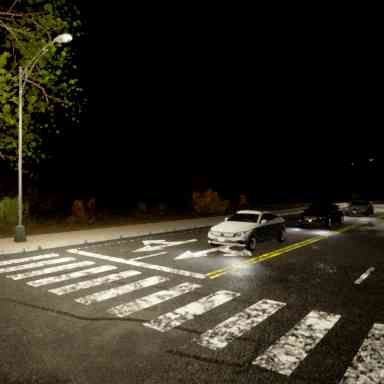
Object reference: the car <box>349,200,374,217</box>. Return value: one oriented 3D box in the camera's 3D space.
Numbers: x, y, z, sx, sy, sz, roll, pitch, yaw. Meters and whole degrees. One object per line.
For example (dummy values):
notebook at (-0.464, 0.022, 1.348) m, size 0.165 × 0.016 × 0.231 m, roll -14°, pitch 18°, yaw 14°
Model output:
car at (15.813, 1.517, 31.303) m, size 1.812 × 1.442 × 4.674 m, roll 0°, pitch 0°, yaw 38°

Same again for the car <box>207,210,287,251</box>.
car at (2.538, 1.519, 14.318) m, size 1.812 × 1.442 × 4.674 m, roll 0°, pitch 0°, yaw 38°

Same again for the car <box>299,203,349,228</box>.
car at (8.710, 1.497, 22.221) m, size 1.837 × 1.490 × 4.892 m, roll 0°, pitch 0°, yaw 38°
